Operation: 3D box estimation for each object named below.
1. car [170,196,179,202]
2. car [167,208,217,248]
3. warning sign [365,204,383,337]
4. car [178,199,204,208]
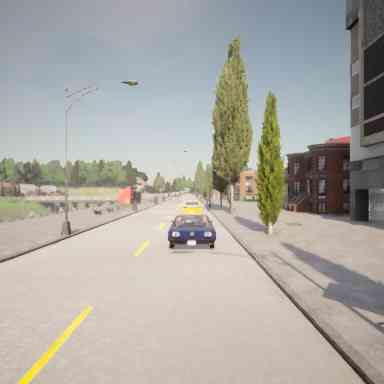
[{"bbox_3d":[-4.000,1.489,75.882,1.895,1.301,4.718,0,0,0],"label":"car"},{"bbox_3d":[0.000,1.617,14.680,1.895,1.301,4.718,0,0,0],"label":"car"},{"bbox_3d":[3.350,1.115,4.650,1.300,1.860,1.060,0,0,0],"label":"warning sign"},{"bbox_3d":[0.000,1.485,29.650,1.882,1.535,5.008,0,0,0],"label":"car"}]
